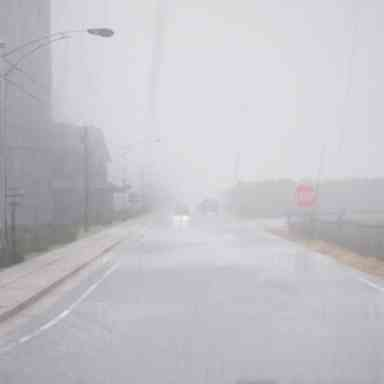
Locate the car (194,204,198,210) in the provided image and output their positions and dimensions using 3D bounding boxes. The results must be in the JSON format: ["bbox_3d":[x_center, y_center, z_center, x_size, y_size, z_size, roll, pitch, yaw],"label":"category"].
[{"bbox_3d":[1.676,2.447,56.816,1.994,1.385,4.181,-1,-1,-9],"label":"car"}]

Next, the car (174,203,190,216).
[{"bbox_3d":[-1.318,2.219,43.206,2.128,1.511,4.902,-1,-1,0],"label":"car"}]

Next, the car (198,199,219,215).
[{"bbox_3d":[2.277,1.880,43.290,2.150,2.045,5.566,-1,-1,0],"label":"car"}]
